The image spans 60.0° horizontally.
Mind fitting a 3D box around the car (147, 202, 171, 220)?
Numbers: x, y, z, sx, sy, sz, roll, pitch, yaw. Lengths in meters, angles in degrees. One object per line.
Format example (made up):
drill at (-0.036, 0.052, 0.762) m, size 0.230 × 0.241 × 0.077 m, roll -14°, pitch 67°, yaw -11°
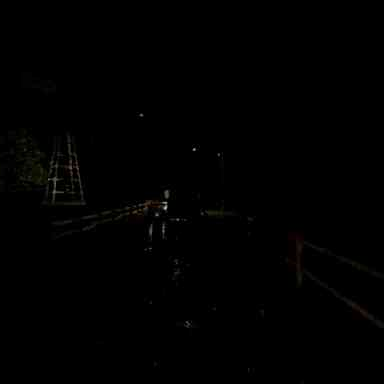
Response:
car at (-2.903, 1.660, 30.108) m, size 2.128 × 1.511 × 4.902 m, roll 0°, pitch 0°, yaw 0°
